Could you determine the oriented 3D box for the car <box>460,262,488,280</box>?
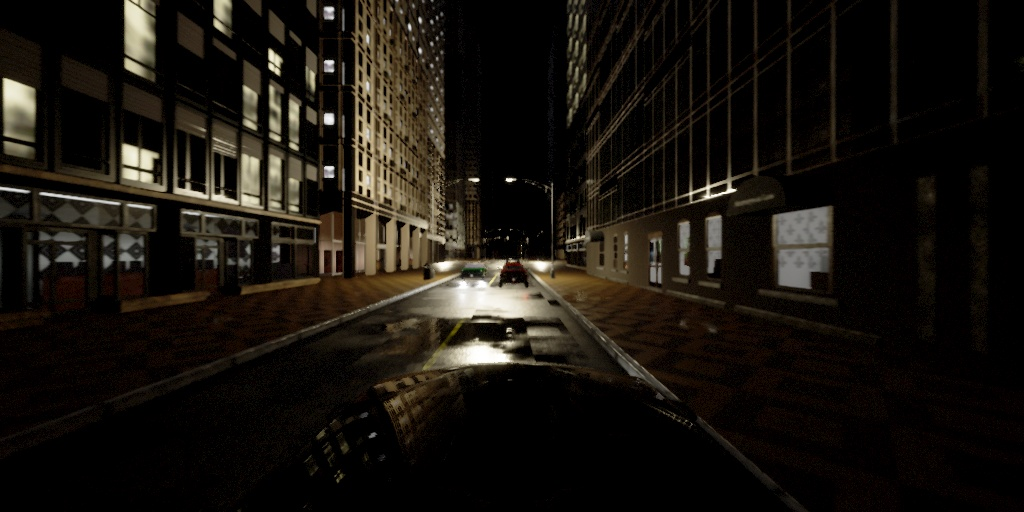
[{"bbox_3d":[-3.103,1.211,29.873,1.895,1.301,4.718,0,0,0],"label":"car"}]

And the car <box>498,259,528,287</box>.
[{"bbox_3d":[0.095,1.168,23.362,1.812,1.442,4.674,0,0,0],"label":"car"}]
